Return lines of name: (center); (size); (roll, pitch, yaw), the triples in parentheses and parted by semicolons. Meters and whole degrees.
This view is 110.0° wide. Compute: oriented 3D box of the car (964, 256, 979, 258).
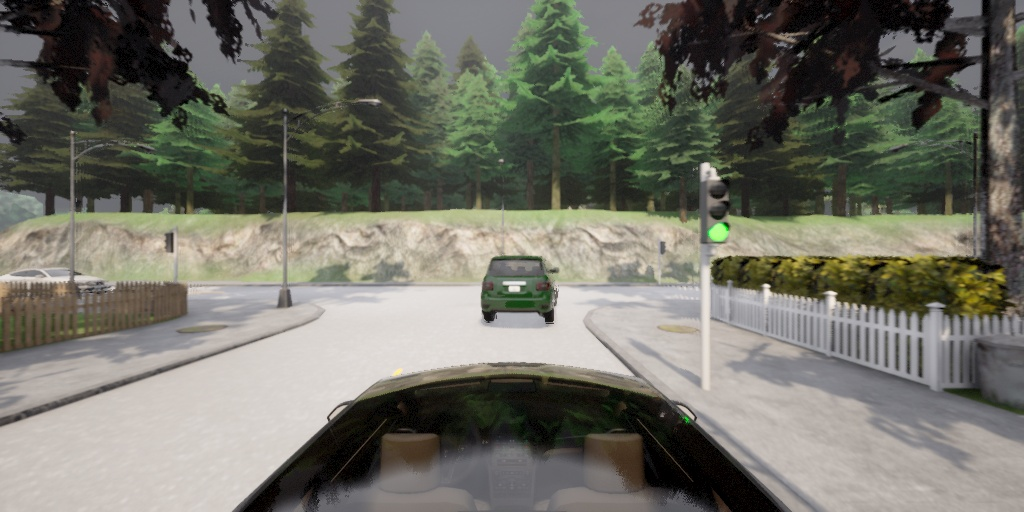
car: (29.086, 1.018, 22.325); (5.566, 2.045, 2.150); (0, 0, 0)

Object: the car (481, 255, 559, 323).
car: (0.425, 0.996, 12.466); (2.150, 2.045, 5.566); (0, 0, 8)

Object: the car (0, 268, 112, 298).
car: (-23.273, 1.312, 18.156); (4.674, 1.442, 1.812); (0, 0, 0)
